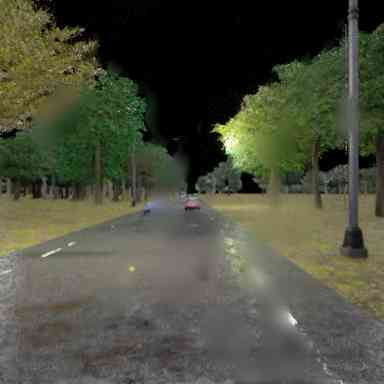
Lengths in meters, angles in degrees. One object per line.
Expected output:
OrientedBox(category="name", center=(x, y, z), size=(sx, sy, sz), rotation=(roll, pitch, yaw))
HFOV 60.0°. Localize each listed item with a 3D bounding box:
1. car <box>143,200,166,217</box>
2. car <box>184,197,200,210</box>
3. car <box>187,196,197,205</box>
OrientedBox(category="car", center=(-3.609, 1.542, 32.814), size=(1.882, 1.535, 5.008), rotation=(0, 0, 0))
OrientedBox(category="car", center=(0.082, 1.668, 44.873), size=(1.994, 1.385, 4.181), rotation=(0, 0, 0))
OrientedBox(category="car", center=(0.068, 1.647, 63.854), size=(1.882, 1.535, 5.008), rotation=(0, 0, 0))
